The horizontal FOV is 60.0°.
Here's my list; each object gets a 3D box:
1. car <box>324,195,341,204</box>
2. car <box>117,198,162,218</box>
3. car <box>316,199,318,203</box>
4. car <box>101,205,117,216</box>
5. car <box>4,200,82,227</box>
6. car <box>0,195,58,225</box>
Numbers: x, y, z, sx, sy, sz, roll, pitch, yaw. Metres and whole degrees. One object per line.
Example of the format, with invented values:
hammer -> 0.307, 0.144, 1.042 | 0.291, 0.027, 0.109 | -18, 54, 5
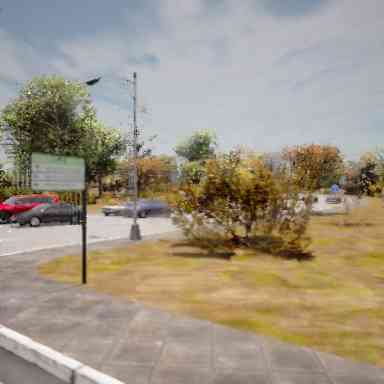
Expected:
car -> 22.520, 1.111, 53.176 | 2.033, 1.411, 5.357 | 0, 1, 32
car -> -4.101, 1.376, 30.237 | 2.097, 1.767, 4.553 | 0, 0, 39
car -> 19.556, 1.045, 55.124 | 1.882, 1.535, 5.008 | 0, 1, 31
car -> -6.603, 1.629, 32.712 | 1.895, 1.301, 4.718 | 0, 0, 39
car -> -9.856, 1.534, 23.053 | 1.837, 1.490, 4.892 | 0, 0, 38
car -> -12.692, 1.255, 25.134 | 2.150, 2.045, 5.566 | 0, 0, 39
